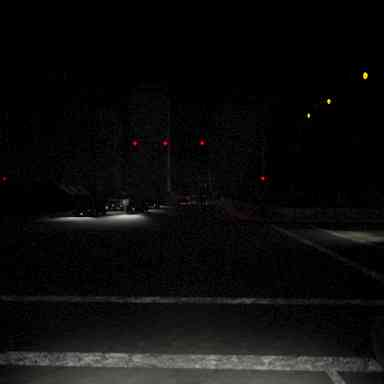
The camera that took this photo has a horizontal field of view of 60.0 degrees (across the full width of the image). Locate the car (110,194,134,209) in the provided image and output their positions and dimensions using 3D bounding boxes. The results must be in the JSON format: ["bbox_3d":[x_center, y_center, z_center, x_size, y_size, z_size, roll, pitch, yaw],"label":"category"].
[{"bbox_3d":[-9.424,1.263,42.689,2.150,2.045,5.566,0,0,2],"label":"car"}]

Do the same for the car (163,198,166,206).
[{"bbox_3d":[-5.550,1.603,57.132,2.033,1.411,5.357,0,0,2],"label":"car"}]

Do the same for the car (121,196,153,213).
[{"bbox_3d":[-6.060,1.528,37.205,2.128,1.511,4.902,0,0,1],"label":"car"}]

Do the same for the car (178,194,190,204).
[{"bbox_3d":[-1.744,1.628,66.042,1.994,1.385,4.181,0,0,1],"label":"car"}]

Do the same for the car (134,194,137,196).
[{"bbox_3d":[-9.157,1.273,53.053,2.150,2.045,5.566,0,0,1],"label":"car"}]

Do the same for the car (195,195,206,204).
[{"bbox_3d":[1.739,1.568,65.329,1.837,1.490,4.892,0,0,1],"label":"car"}]

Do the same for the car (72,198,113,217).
[{"bbox_3d":[-9.746,1.579,32.509,2.033,1.411,5.357,0,0,4],"label":"car"}]

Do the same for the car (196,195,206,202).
[{"bbox_3d":[1.968,1.424,74.546,2.128,1.511,4.902,0,0,1],"label":"car"}]

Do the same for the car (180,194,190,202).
[{"bbox_3d":[-1.532,1.254,74.603,2.097,1.767,4.553,0,0,1],"label":"car"}]

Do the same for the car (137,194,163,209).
[{"bbox_3d":[-5.820,1.267,46.777,2.150,2.045,5.566,0,0,1],"label":"car"}]
